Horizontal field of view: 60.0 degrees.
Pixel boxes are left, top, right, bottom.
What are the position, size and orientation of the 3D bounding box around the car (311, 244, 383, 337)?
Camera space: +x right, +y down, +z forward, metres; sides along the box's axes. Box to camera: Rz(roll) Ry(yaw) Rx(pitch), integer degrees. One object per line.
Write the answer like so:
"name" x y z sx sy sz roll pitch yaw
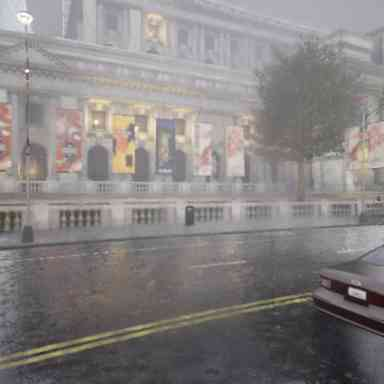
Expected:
"car" 4.659 1.532 5.975 5.357 1.411 2.033 0 0 -26
